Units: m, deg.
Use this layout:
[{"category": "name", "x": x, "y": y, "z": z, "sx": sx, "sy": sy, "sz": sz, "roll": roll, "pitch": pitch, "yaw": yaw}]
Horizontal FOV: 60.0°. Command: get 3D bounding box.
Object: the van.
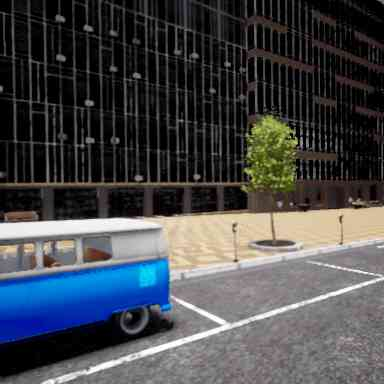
[{"category": "van", "x": -2.242, "y": 1.340, "z": 4.977, "sx": 3.998, "sy": 1.788, "sz": 1.690, "roll": 0, "pitch": -1, "yaw": -35}]
